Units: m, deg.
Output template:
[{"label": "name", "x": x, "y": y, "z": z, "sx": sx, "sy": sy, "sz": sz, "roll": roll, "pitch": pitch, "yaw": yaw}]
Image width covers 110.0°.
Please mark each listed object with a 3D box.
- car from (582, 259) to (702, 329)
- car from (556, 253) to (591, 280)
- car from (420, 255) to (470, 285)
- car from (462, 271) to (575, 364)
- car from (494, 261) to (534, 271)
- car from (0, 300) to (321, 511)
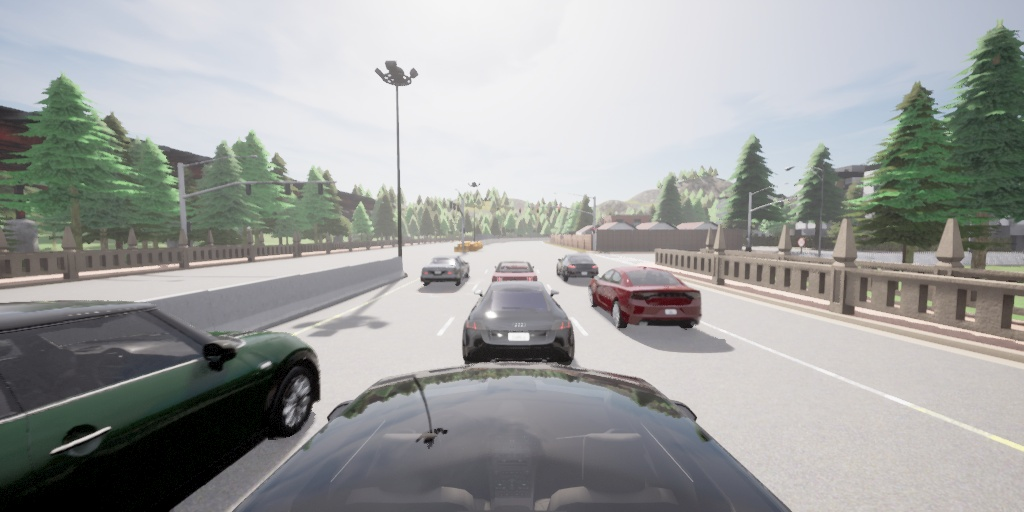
[{"label": "car", "x": 3.606, "y": 1.036, "z": 10.596, "sx": 1.882, "sy": 1.535, "sz": 5.008, "roll": 0, "pitch": 2, "yaw": 0}, {"label": "car", "x": 3.613, "y": 0.573, "z": 20.154, "sx": 1.812, "sy": 1.442, "sz": 4.674, "roll": 0, "pitch": 3, "yaw": 0}, {"label": "car", "x": -3.389, "y": 0.664, "z": 18.906, "sx": 2.033, "sy": 1.411, "sz": 5.357, "roll": 0, "pitch": 3, "yaw": 0}, {"label": "car", "x": 0.105, "y": 1.219, "z": 7.794, "sx": 1.994, "sy": 1.385, "sz": 4.181, "roll": 0, "pitch": 2, "yaw": 0}, {"label": "car", "x": 0.109, "y": 0.852, "z": 16.556, "sx": 1.895, "sy": 1.301, "sz": 4.718, "roll": 0, "pitch": 3, "yaw": 0}, {"label": "car", "x": -3.407, "y": 1.099, "z": 2.561, "sx": 2.097, "sy": 1.767, "sz": 4.553, "roll": 0, "pitch": 0, "yaw": 0}]
